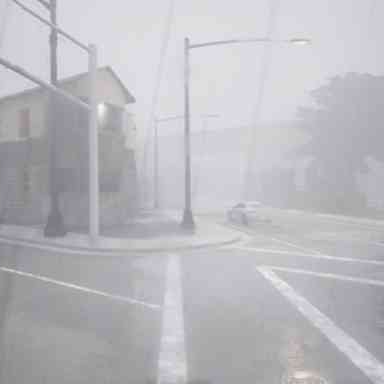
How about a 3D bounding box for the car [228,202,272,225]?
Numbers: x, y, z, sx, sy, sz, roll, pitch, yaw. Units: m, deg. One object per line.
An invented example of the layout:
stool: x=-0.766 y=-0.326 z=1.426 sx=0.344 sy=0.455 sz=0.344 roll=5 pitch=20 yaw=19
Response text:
car: x=3.901 y=1.386 z=22.857 sx=1.812 sy=1.442 sz=4.674 roll=0 pitch=0 yaw=-12
